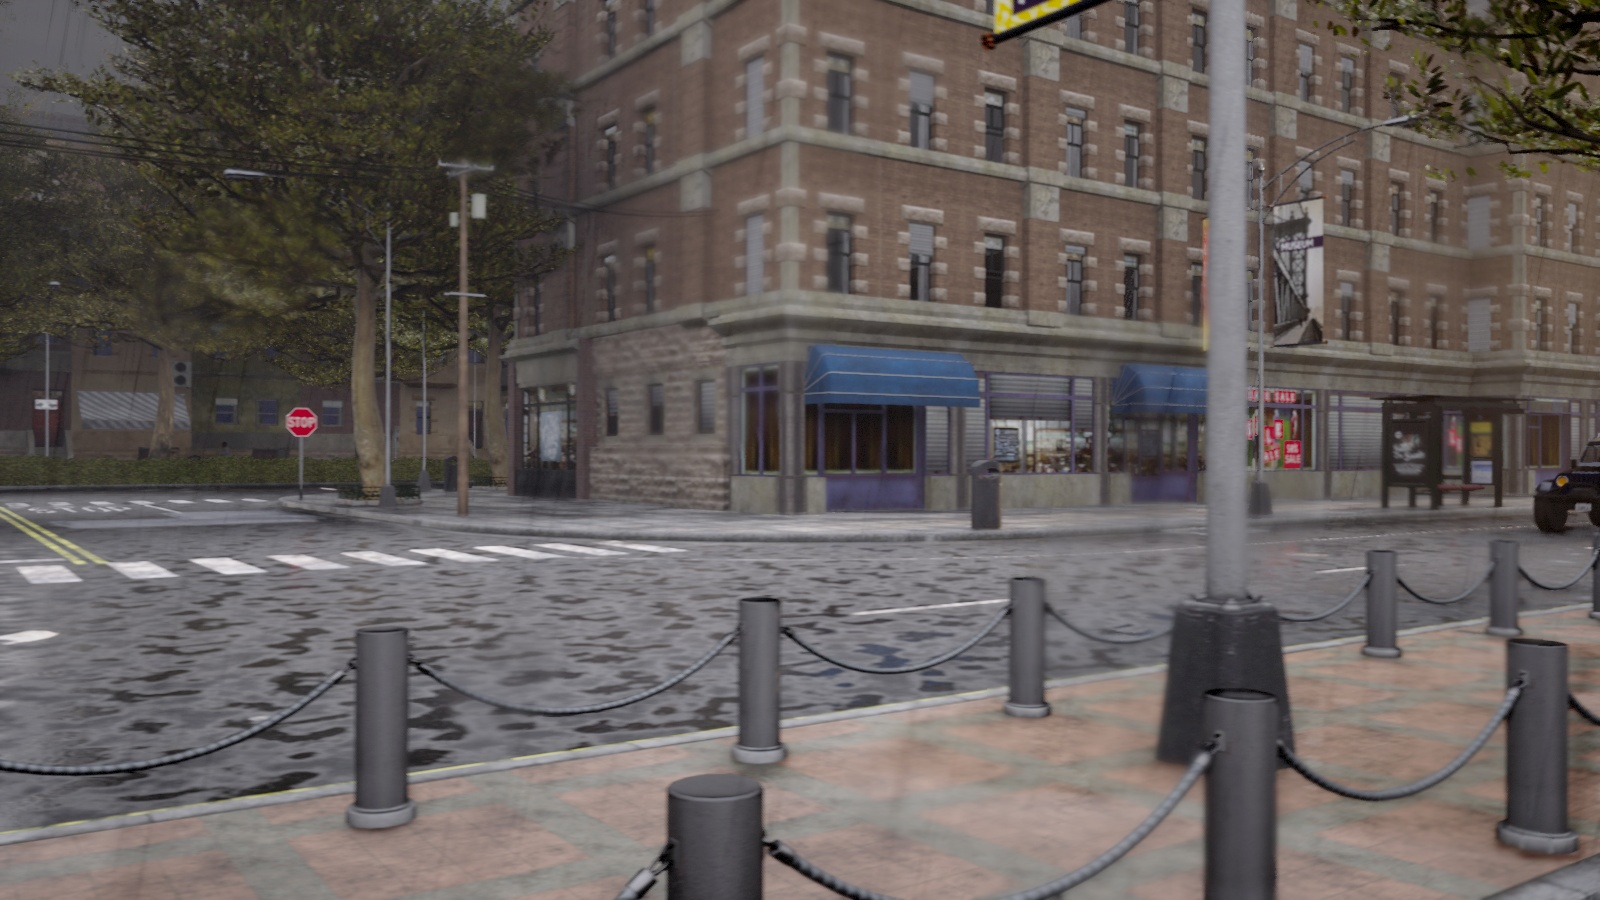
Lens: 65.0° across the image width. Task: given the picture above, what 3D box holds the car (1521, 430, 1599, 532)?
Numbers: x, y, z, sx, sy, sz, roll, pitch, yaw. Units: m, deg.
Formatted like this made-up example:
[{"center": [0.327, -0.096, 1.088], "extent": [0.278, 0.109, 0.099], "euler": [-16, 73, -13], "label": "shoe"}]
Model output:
[{"center": [16.065, 0.567, 24.589], "extent": [3.866, 1.878, 1.905], "euler": [0, 0, -35], "label": "car"}]
